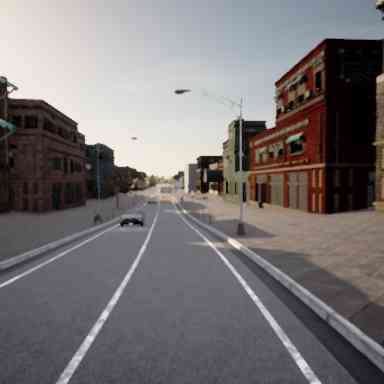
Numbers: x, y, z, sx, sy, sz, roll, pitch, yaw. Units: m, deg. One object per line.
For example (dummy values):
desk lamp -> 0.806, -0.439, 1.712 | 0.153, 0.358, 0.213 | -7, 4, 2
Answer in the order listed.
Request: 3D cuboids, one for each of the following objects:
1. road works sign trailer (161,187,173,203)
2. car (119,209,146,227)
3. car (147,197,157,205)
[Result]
road works sign trailer -> -5.708, 0.656, 73.747 | 2.380, 3.560, 2.880 | 0, 2, -5
car -> -4.785, 2.081, 27.464 | 2.033, 1.411, 5.357 | 0, -2, -5
car -> -8.288, 1.818, 68.847 | 1.882, 1.535, 5.008 | 0, 2, -5
